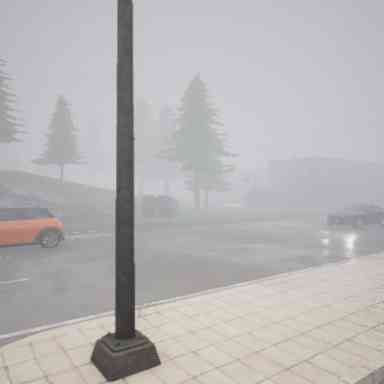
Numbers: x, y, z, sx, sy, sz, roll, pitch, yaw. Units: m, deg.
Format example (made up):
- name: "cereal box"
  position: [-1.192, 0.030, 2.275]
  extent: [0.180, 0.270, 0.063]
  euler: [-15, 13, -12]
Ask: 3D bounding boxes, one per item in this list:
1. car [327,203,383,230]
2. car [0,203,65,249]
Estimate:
- name: "car"
  position: [10.687, 1.464, 21.384]
  extent: [5.008, 1.535, 1.882]
  euler: [0, 0, -35]
- name: "car"
  position: [-7.419, 1.345, 12.832]
  extent: [4.553, 1.767, 2.097]
  euler: [0, 0, -35]
